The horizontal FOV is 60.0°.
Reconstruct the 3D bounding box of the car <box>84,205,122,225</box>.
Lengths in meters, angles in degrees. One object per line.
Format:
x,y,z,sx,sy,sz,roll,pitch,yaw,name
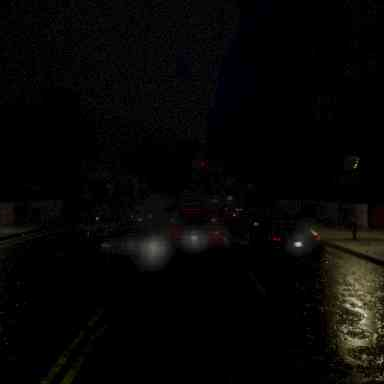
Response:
-6.589,1.681,25.085,1.994,1.385,4.181,0,0,0,car

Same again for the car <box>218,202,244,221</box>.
3.352,1.623,28.597,2.128,1.511,4.902,0,0,0,car

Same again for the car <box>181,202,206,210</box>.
0.102,1.637,28.711,1.837,1.490,4.892,0,0,0,car

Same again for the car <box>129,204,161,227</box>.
-3.341,1.638,24.189,1.812,1.442,4.674,0,0,0,car

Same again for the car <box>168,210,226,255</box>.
0.096,1.628,13.602,1.994,1.385,4.181,0,0,0,car

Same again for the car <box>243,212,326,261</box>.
3.345,1.622,12.446,1.994,1.385,4.181,0,0,0,car
